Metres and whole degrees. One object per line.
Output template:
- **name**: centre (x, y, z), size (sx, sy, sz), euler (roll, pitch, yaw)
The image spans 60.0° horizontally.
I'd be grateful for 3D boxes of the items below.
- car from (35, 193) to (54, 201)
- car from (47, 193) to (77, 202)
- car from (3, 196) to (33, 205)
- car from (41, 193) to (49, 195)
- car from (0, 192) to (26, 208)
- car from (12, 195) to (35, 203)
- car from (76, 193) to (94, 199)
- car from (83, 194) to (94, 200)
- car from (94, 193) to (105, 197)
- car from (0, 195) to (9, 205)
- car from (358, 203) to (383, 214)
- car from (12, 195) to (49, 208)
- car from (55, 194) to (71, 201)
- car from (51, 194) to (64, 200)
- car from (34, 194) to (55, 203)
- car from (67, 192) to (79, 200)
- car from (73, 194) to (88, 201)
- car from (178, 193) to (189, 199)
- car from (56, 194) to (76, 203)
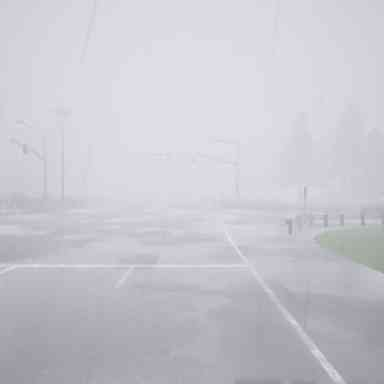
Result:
- **car**: centre (-31.678, 1.063, 71.596), size (2.097, 1.767, 4.553), euler (0, 0, 0)
- **car**: centre (-21.171, 1.331, 54.397), size (2.033, 1.411, 5.357), euler (0, 0, 0)
- **car**: centre (-28.158, 1.333, 54.012), size (2.033, 1.411, 5.357), euler (0, 0, 0)
- **car**: centre (-24.664, 1.269, 55.767), size (2.128, 1.511, 4.902), euler (0, 0, 0)
- **car**: centre (-24.668, 1.044, 45.434), size (2.150, 2.045, 5.566), euler (0, 0, 0)
- **car**: centre (-31.603, 1.343, 62.526), size (1.895, 1.301, 4.718), euler (0, 0, 0)
- **car**: centre (-21.128, 1.219, 63.929), size (1.882, 1.535, 5.008), euler (0, 0, 0)
- **car**: centre (-26.469, 1.189, 84.909), size (2.033, 1.411, 5.357), euler (0, 0, -10)
- **car**: centre (-21.211, 1.057, 73.005), size (2.097, 1.767, 4.553), euler (0, 0, -3)
- **car**: centre (-31.658, 1.280, 53.265), size (2.128, 1.511, 4.902), euler (0, 0, 0)
- **car**: centre (17.364, 1.386, 29.346), size (4.902, 1.511, 2.128), euler (0, 0, 8)
- **car**: centre (-21.167, 1.431, 43.834), size (1.895, 1.301, 4.718), euler (0, 0, 0)
- **car**: centre (-28.227, 1.202, 72.967), size (1.837, 1.490, 4.892), euler (0, 0, -3)
- **car**: centre (-32.916, 1.188, 81.615), size (2.128, 1.511, 4.902), euler (0, 0, -10)
- **car**: centre (-28.105, 1.248, 63.628), size (1.837, 1.490, 4.892), euler (0, 0, 0)
- **car**: centre (-29.588, 1.014, 82.800), size (2.097, 1.767, 4.553), euler (0, 0, -10)
- **car**: centre (-24.844, 1.173, 74.528), size (1.882, 1.535, 5.008), euler (0, 0, -3)
- **car**: centre (-2.317, 0.986, 89.059), size (2.097, 1.767, 4.553), euler (0, 0, -14)
- **car**: centre (-24.608, 1.214, 65.094), size (1.882, 1.535, 5.008), euler (0, 0, 0)
